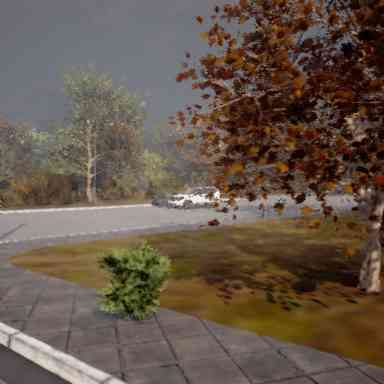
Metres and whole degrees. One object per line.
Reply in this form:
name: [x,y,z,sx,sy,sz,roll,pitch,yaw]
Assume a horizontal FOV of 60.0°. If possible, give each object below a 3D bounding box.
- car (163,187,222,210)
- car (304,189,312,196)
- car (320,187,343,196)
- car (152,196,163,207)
car: [0.379,0.525,32.351,5.566,2.045,2.150,-2,2,-36]
car: [17.286,-0.309,46.497,5.008,1.535,1.882,-3,2,-26]
car: [19.569,-0.274,43.727,4.902,1.511,2.128,-3,2,-25]
car: [-2.126,0.820,34.800,4.181,1.385,1.994,-2,2,-36]
